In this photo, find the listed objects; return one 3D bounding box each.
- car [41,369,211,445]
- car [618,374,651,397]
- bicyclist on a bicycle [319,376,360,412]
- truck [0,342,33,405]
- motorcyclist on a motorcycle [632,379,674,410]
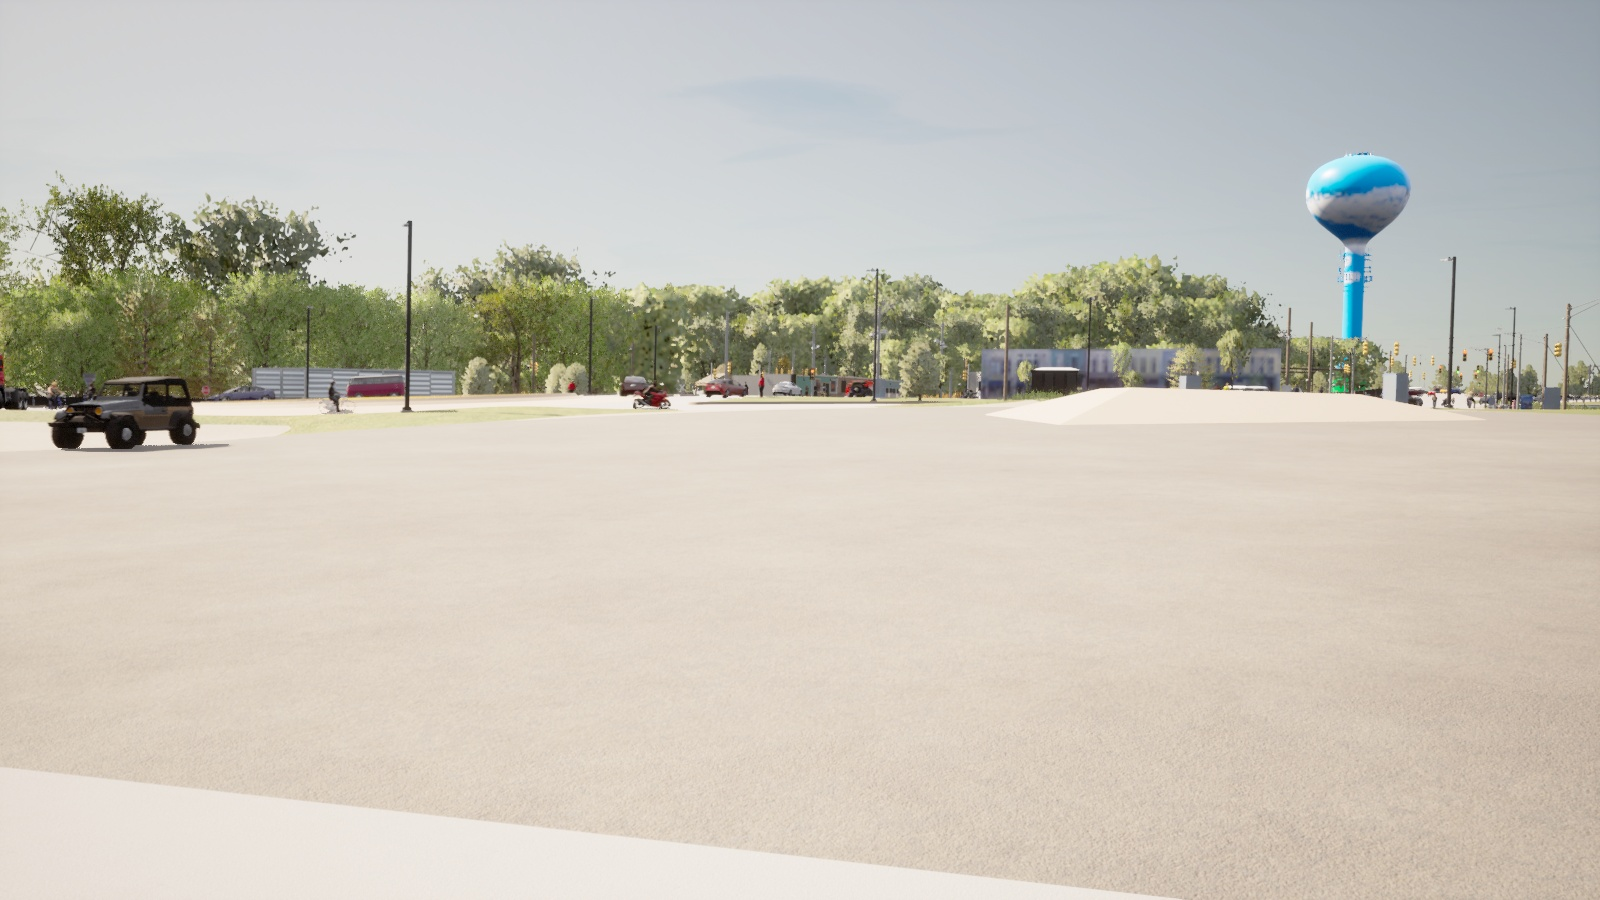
[{"bbox_3d":[-17.611,-1.143,33.045,1.905,1.878,3.866,0,2,11],"label":"car"},{"bbox_3d":[-11.984,-4.685,91.385,2.163,1.488,4.792,1,2,-5],"label":"car"},{"bbox_3d":[-24.121,-2.947,65.811,1.843,1.776,0.659,-2,8,-9],"label":"bicyclist on a bicycle"},{"bbox_3d":[-46.286,-4.327,71.468,2.891,3.462,7.936,0,2,-19],"label":"truck"},{"bbox_3d":[-7.734,-2.906,66.151,2.044,1.523,0.797,1,4,-15],"label":"motorcyclist on a motorcycle"}]
